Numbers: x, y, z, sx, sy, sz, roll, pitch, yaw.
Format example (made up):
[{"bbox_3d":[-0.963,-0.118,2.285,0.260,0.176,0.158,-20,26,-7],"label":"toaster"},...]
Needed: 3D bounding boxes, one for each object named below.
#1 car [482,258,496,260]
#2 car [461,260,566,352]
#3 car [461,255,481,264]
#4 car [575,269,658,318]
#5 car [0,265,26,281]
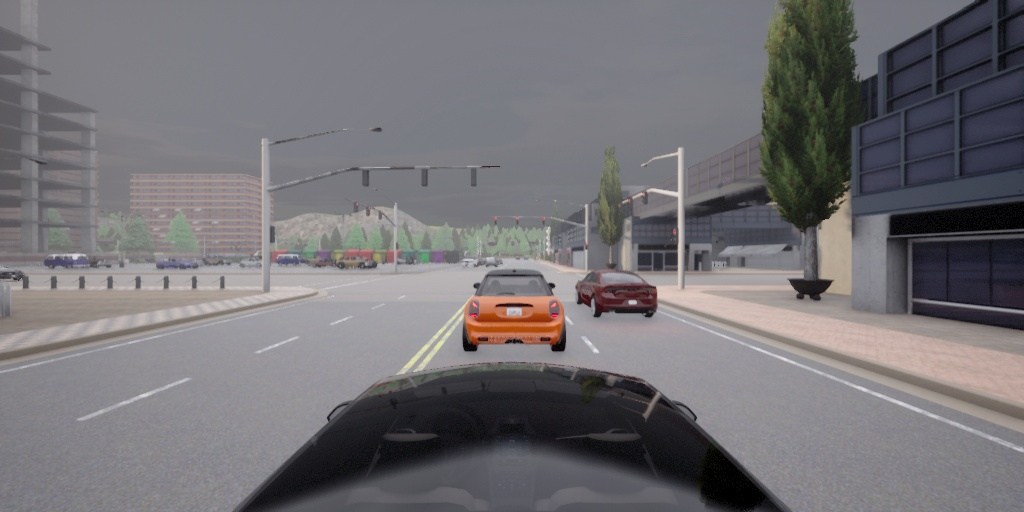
[{"bbox_3d":[-3.448,1.230,60.427,1.812,1.442,4.674,0,0,2],"label":"car"},{"bbox_3d":[0.058,1.096,9.072,2.097,1.767,4.553,0,0,0],"label":"car"},{"bbox_3d":[-6.966,0.930,59.386,2.150,2.045,5.566,0,0,2],"label":"car"},{"bbox_3d":[3.568,1.219,13.064,1.882,1.535,5.008,0,0,0],"label":"car"},{"bbox_3d":[-40.487,1.256,27.506,4.674,1.442,1.812,0,0,0],"label":"car"}]
